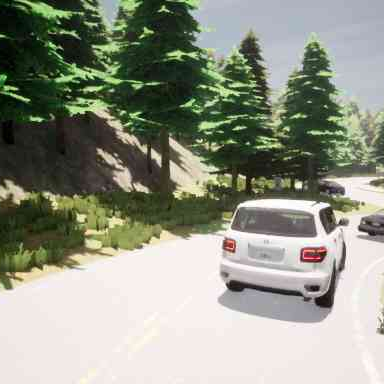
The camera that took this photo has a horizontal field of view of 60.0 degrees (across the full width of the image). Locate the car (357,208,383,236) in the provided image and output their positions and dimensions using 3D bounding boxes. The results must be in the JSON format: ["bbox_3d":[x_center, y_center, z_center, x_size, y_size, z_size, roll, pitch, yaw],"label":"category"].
[{"bbox_3d":[10.129,1.408,15.799,5.357,1.411,2.033,-1,5,-32],"label":"car"}]

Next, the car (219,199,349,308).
[{"bbox_3d":[2.550,1.197,8.351,2.150,2.045,5.566,3,2,27],"label":"car"}]

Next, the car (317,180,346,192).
[{"bbox_3d":[16.068,-0.565,38.901,1.882,1.535,5.008,-1,5,-2],"label":"car"}]
